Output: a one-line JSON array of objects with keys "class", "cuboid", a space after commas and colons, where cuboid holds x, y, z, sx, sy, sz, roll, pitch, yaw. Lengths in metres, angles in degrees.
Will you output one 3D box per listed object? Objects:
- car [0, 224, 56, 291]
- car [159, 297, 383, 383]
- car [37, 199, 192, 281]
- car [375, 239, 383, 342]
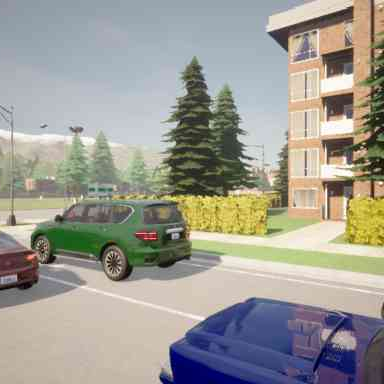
[{"class": "car", "cuboid": [-5.403, 1.526, 7.790, 4.674, 1.442, 1.812, 0, 0, 36]}, {"class": "car", "cuboid": [2.036, 1.601, 2.543, 4.718, 1.301, 1.895, 0, 0, 35]}, {"class": "car", "cuboid": [-2.599, 1.221, 10.083, 5.566, 2.045, 2.150, 0, 0, 36]}, {"class": "car", "cuboid": [5.073, 1.564, 4.678, 4.181, 1.385, 1.994, 0, 0, 35]}]
